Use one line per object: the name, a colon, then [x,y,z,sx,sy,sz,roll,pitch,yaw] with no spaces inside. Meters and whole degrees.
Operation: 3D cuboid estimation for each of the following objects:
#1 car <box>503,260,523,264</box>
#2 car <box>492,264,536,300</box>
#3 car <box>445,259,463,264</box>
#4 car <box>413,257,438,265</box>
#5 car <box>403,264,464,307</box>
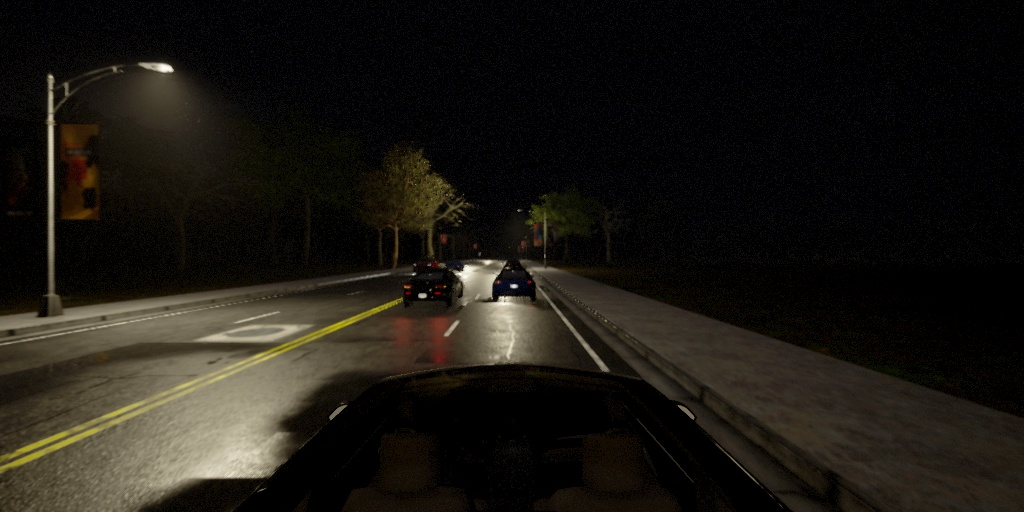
car: [0.084,1.117,35.198,1.837,1.490,4.892,0,0,0]
car: [0.093,1.249,17.295,1.994,1.385,4.181,0,0,0]
car: [-6.532,1.118,40.742,1.812,1.442,4.674,0,0,0]
car: [-9.781,0.943,40.908,2.097,1.767,4.553,0,0,0]
car: [-3.169,1.221,14.988,1.812,1.442,4.674,0,0,0]
